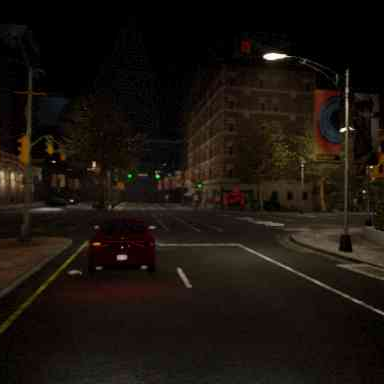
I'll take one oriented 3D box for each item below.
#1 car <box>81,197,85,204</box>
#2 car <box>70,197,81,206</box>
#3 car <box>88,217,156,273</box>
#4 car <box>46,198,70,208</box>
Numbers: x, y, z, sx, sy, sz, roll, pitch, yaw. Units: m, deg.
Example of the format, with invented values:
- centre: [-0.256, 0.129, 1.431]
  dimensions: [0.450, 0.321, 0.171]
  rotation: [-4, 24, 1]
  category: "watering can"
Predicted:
- centre: [-24.828, 1.868, 73.464]
  dimensions: [1.882, 1.535, 5.008]
  rotation: [1, -1, -10]
  category: "car"
- centre: [-23.034, 1.848, 63.139]
  dimensions: [2.033, 1.411, 5.357]
  rotation: [1, -1, -10]
  category: "car"
- centre: [-2.245, 1.569, 11.081]
  dimensions: [1.882, 1.535, 5.008]
  rotation: [1, -1, -10]
  category: "car"
- centre: [-21.366, 1.814, 53.205]
  dimensions: [1.895, 1.301, 4.718]
  rotation: [1, -1, -9]
  category: "car"
